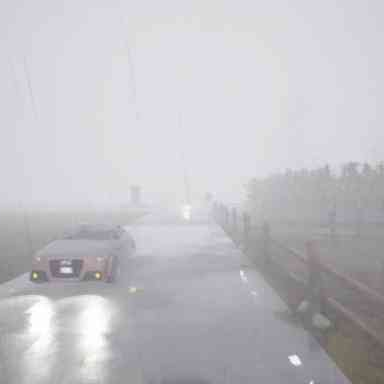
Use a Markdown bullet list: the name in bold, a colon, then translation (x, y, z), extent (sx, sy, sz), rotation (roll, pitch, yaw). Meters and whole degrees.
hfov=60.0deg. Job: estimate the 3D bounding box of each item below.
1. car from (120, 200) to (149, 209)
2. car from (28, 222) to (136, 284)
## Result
- **car**: translation (-8.417, 1.843, 49.053), extent (4.181, 1.385, 1.994), rotation (0, 0, 0)
- **car**: translation (-2.845, 1.582, 9.510), extent (1.994, 1.385, 4.181), rotation (0, 0, 0)
